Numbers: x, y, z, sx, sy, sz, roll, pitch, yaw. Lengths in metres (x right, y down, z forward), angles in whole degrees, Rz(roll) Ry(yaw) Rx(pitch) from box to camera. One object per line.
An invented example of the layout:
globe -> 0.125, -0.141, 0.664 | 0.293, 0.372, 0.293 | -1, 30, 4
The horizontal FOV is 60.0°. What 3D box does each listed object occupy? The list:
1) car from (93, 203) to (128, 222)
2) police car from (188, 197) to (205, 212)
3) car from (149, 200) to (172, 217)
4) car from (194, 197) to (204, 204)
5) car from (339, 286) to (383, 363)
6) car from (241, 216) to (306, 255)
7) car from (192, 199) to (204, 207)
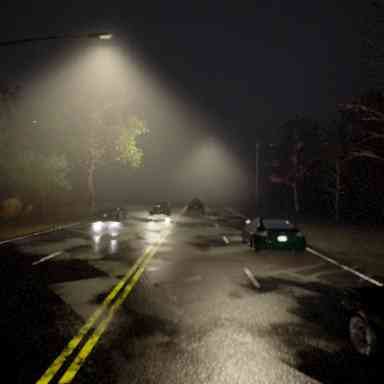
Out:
car -> -6.384, 1.548, 26.521 | 1.994, 1.385, 4.181 | 1, 0, 1
police car -> 0.480, 1.559, 40.355 | 1.930, 1.638, 5.238 | 1, -1, 1
car -> -2.997, 1.578, 32.638 | 1.837, 1.490, 4.892 | 1, 0, 2
car -> 1.537, 1.777, 73.833 | 2.033, 1.411, 5.357 | 1, 0, 3
car -> 3.253, 1.675, 3.149 | 1.895, 1.301, 4.718 | 1, -1, 0
car -> 3.297, 1.690, 14.086 | 1.994, 1.385, 4.181 | 1, -1, 0
car -> 0.999, 1.792, 56.352 | 1.895, 1.301, 4.718 | 1, -1, 2
